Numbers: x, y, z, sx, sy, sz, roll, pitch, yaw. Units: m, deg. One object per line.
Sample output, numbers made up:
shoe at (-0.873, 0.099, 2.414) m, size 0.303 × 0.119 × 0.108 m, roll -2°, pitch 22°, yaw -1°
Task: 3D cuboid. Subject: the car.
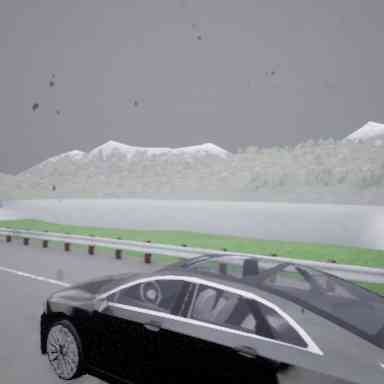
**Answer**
car at (0.166, 1.507, 3.846) m, size 4.902 × 1.511 × 2.128 m, roll 0°, pitch 0°, yaw 36°
